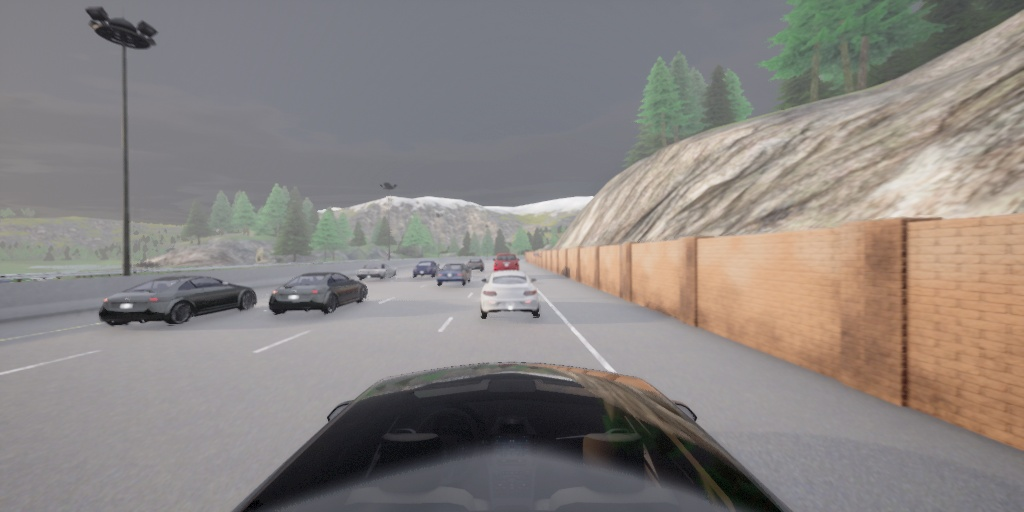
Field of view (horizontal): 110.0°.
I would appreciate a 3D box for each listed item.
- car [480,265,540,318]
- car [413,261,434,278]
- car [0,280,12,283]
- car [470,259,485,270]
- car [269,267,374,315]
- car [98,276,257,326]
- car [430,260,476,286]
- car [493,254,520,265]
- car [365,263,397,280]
[{"bbox_3d":[-0.094,1.214,12.560,1.812,1.442,4.674,0,0,-1],"label":"car"},{"bbox_3d":[-7.490,1.154,31.862,1.812,1.442,4.674,0,0,-1],"label":"car"},{"bbox_3d":[-21.289,1.358,12.814,1.812,1.442,4.674,0,0,-1],"label":"car"},{"bbox_3d":[-4.198,1.041,41.958,2.128,1.511,4.902,0,0,-1],"label":"car"},{"bbox_3d":[-7.118,1.294,13.626,1.994,1.385,4.181,0,0,-1],"label":"car"},{"bbox_3d":[-10.580,1.328,11.811,1.994,1.385,4.181,0,0,-1],"label":"car"},{"bbox_3d":[-3.836,1.194,24.299,2.033,1.411,5.357,0,0,-1],"label":"car"},{"bbox_3d":[-0.483,0.804,31.440,2.150,2.045,5.566,0,0,-1],"label":"car"},{"bbox_3d":[-10.942,1.266,29.491,1.895,1.301,4.718,0,0,-1],"label":"car"}]
